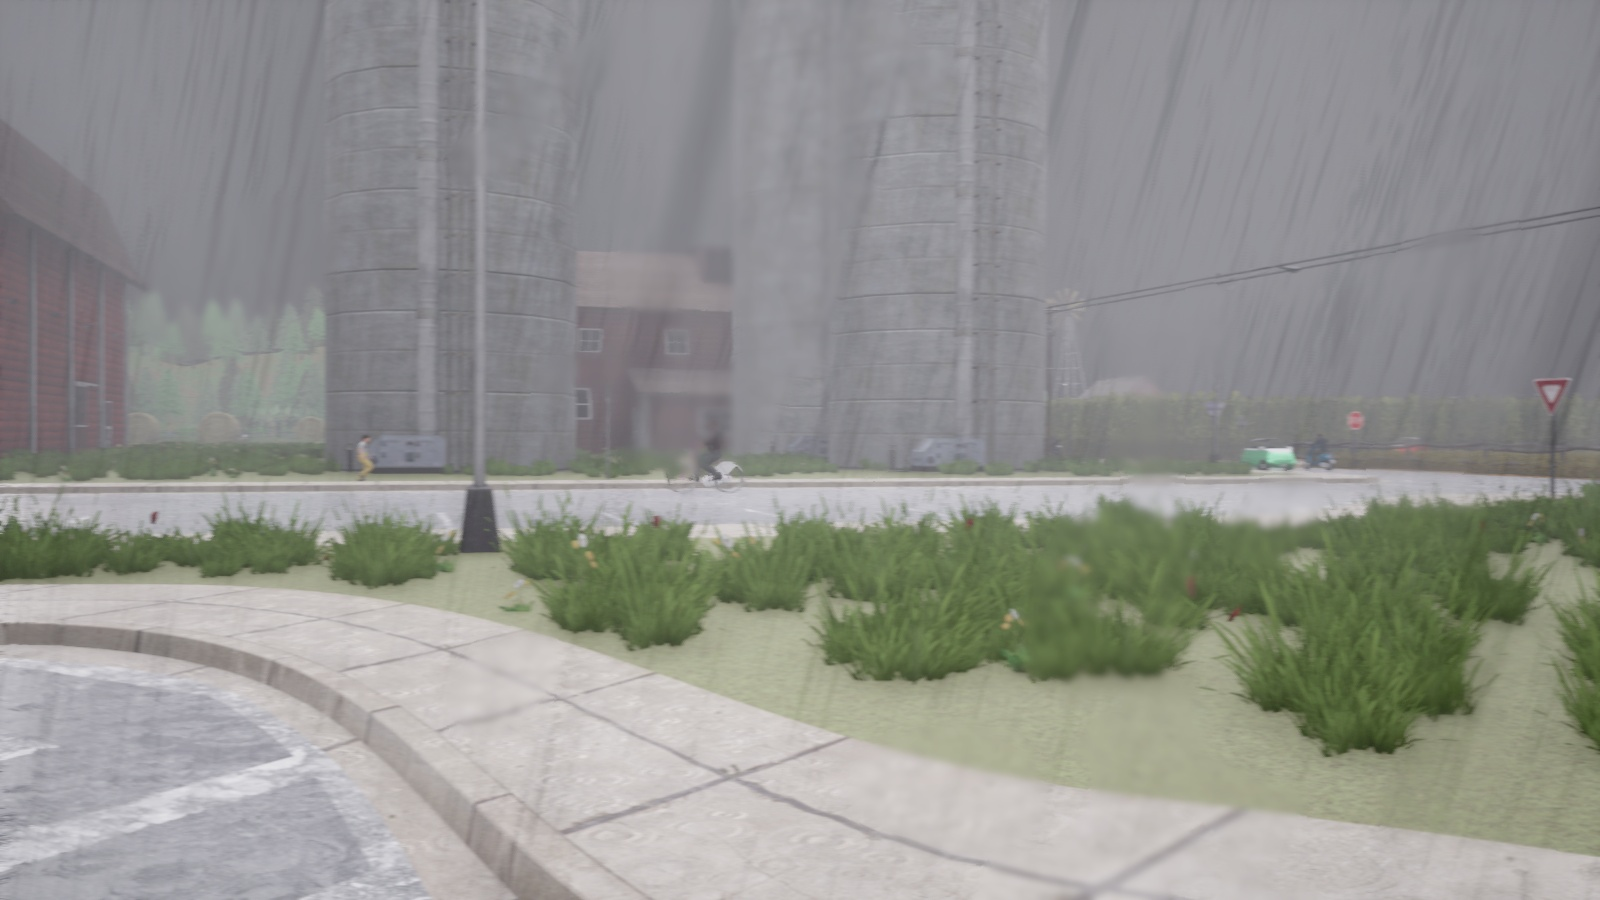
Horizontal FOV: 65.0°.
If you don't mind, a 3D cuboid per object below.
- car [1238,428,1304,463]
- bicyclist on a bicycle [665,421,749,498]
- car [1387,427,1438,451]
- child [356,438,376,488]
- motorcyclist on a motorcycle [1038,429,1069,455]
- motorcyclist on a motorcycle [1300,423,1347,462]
[{"bbox_3d":[19.242,-0.165,51.332,1.481,1.376,2.207,-1,0,-17],"label":"car"},{"bbox_3d":[-2.188,0.203,29.588,1.843,1.776,0.659,-1,1,-18],"label":"bicyclist on a bicycle"},{"bbox_3d":[35.052,-0.636,71.844,2.207,1.376,1.481,-1,1,-17],"label":"car"},{"bbox_3d":[-11.015,0.334,31.854,0.437,1.263,0.270,-1,1,-15],"label":"child"},{"bbox_3d":[15.253,-0.484,75.538,0.866,1.530,2.191,-1,1,-17],"label":"motorcyclist on a motorcycle"},{"bbox_3d":[22.237,-0.328,53.400,0.866,1.590,1.817,-1,1,-18],"label":"motorcyclist on a motorcycle"}]
